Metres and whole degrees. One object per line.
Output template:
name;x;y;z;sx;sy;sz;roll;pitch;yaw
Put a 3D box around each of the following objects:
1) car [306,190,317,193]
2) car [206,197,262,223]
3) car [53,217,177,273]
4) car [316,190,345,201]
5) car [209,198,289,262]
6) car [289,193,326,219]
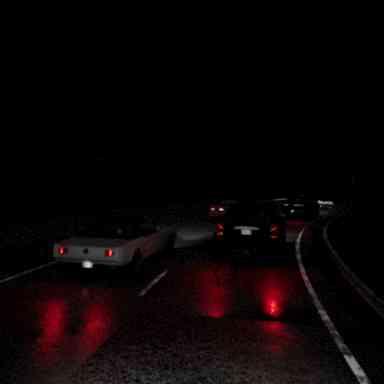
car;19.278;0.490;52.945;4.892;1.490;1.837;-1;2;-43
car;3.071;1.121;23.225;2.033;1.411;5.357;1;1;29
car;-1.933;1.407;10.069;1.895;1.301;4.718;1;1;14
car;20.985;0.702;49.773;4.718;1.301;1.895;-1;2;-43
car;2.197;1.149;11.700;2.097;1.767;4.553;1;1;17
car;8.233;1.081;24.968;2.128;1.511;4.902;1;1;33
